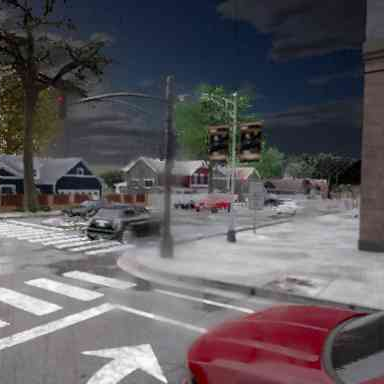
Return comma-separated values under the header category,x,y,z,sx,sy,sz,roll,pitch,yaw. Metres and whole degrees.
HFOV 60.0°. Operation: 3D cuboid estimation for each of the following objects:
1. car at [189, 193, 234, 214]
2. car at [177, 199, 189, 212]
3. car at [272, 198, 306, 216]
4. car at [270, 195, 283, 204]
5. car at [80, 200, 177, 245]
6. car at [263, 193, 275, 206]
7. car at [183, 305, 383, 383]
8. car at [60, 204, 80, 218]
category,x,y,z,sx,sy,sz,roll,pitch,yaw
car,2.516,1.196,35.898,2.150,2.045,5.566,2,1,36
car,-0.088,1.472,37.862,1.895,1.301,4.718,2,1,36
car,10.620,1.748,35.733,1.812,1.442,4.674,2,1,36
car,14.591,1.638,52.593,1.812,1.442,4.674,2,1,36
car,-3.001,1.464,16.679,2.097,1.767,4.553,2,1,28
car,12.035,1.215,54.581,2.150,2.045,5.566,2,1,36
car,2.199,1.474,2.117,5.008,1.535,1.882,0,0,36
car,-7.869,1.353,27.011,2.033,1.411,5.357,2,1,36
